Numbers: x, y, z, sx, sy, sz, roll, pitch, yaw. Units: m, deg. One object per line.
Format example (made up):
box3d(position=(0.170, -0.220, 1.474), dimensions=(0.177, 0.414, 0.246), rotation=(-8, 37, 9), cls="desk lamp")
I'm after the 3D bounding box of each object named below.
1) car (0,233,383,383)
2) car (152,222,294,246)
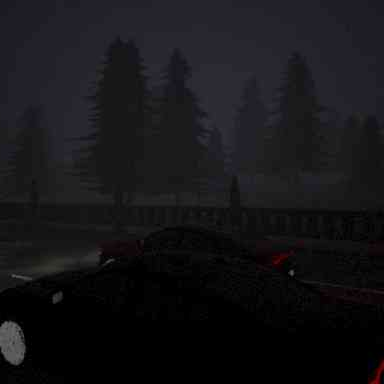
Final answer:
box3d(position=(-0.395, 1.468, 4.018), dimensions=(5.008, 1.535, 1.882), rotation=(0, 0, 34), cls="car")
box3d(position=(-0.084, 1.459, 7.986), dimensions=(5.008, 1.535, 1.882), rotation=(0, 0, 33), cls="car")
